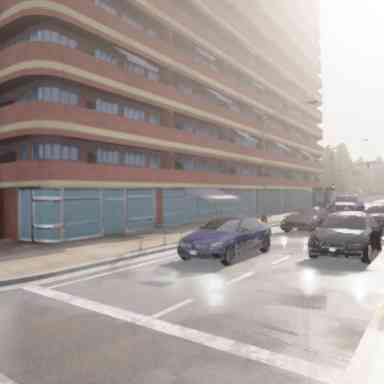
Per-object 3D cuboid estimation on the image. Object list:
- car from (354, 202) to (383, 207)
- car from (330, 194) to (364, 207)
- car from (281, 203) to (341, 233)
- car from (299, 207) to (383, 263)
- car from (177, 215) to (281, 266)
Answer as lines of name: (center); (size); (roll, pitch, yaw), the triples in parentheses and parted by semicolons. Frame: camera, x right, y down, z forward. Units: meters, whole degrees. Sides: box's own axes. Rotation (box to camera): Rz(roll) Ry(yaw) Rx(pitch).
car: (11.327, 1.493, 19.811); (1.837, 1.490, 4.892); (-1, -1, 36)
car: (13.296, 1.249, 28.409); (2.150, 2.045, 5.566); (-1, -1, 37)
car: (7.079, 1.604, 19.939); (2.033, 1.411, 5.357); (-1, -1, 36)
car: (5.743, 1.520, 12.200); (1.837, 1.490, 4.892); (-1, -1, 36)
car: (1.410, 1.610, 12.212); (1.812, 1.442, 4.674); (-1, -1, 36)
